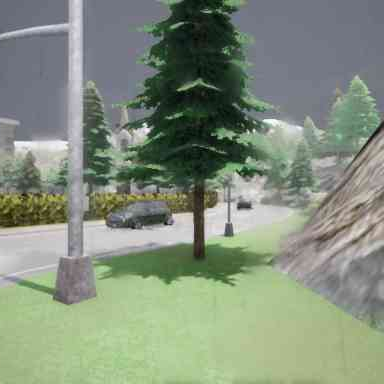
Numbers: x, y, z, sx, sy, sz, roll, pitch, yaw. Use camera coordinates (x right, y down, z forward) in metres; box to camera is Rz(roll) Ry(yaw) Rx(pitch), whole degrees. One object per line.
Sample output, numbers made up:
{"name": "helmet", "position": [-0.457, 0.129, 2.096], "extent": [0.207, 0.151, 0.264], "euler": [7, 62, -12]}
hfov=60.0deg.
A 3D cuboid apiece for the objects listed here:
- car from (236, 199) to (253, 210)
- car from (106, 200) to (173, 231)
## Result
{"name": "car", "position": [6.751, 1.592, 42.298], "extent": [1.895, 1.301, 4.718], "euler": [0, 0, 13]}
{"name": "car", "position": [-3.195, 1.345, 20.868], "extent": [2.097, 1.767, 4.553], "euler": [0, 0, 34]}
